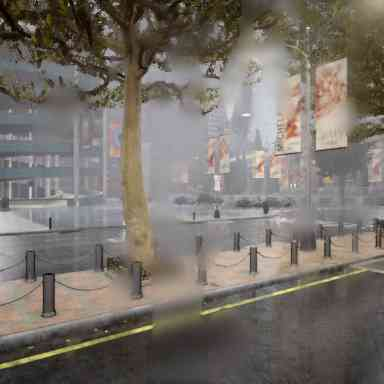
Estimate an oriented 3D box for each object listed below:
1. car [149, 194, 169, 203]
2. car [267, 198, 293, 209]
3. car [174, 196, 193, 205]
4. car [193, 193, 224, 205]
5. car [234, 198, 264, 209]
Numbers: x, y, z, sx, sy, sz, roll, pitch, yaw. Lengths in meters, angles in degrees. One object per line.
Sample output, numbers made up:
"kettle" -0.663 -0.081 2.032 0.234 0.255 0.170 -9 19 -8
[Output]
"car" -7.003 1.355 70.726 4.553 1.767 2.097 0 0 41
"car" 11.923 1.564 46.482 1.994 1.385 4.181 0 0 -35
"car" -1.351 1.491 59.000 2.128 1.511 4.902 0 0 -37
"car" 3.179 1.222 58.756 2.150 2.045 5.566 0 0 -36
"car" 7.810 1.564 46.233 1.994 1.385 4.181 0 0 -35
